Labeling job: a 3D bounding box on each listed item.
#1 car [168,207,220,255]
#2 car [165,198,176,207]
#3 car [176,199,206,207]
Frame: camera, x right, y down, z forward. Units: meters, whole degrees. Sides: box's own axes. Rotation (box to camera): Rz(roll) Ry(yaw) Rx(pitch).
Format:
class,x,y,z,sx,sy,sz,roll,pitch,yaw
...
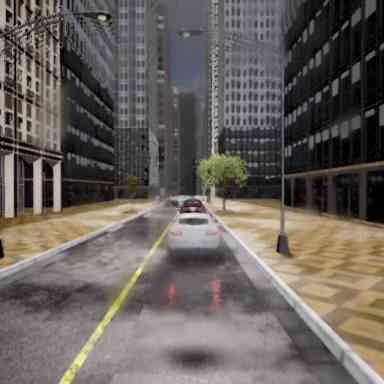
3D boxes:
class,x,y,z,sx,sy,sz,roll,pitch,yaw
car,0.077,1.525,13.124,1.812,1.442,4.674,0,0,0
car,-3.067,1.617,50.180,1.895,1.301,4.718,0,0,0
car,0.074,1.351,27.351,2.097,1.767,4.553,0,0,0
